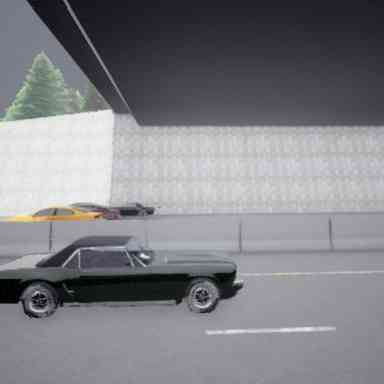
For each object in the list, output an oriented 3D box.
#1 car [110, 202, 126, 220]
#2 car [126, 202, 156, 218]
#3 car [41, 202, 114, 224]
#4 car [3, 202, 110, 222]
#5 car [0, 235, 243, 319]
[{"bbox_3d":[-6.796,1.485,20.738,4.674,1.442,1.812,-1,0,-3],"label":"car"},{"bbox_3d":[-5.400,1.514,27.837,4.718,1.301,1.895,-1,0,-3],"label":"car"},{"bbox_3d":[-8.182,1.480,24.168,4.674,1.442,1.812,-1,0,-3],"label":"car"},{"bbox_3d":[-7.100,1.456,17.229,5.008,1.535,1.882,-1,0,-3],"label":"car"},{"bbox_3d":[-1.397,1.581,6.823,4.718,1.301,1.895,0,0,-3],"label":"car"}]
